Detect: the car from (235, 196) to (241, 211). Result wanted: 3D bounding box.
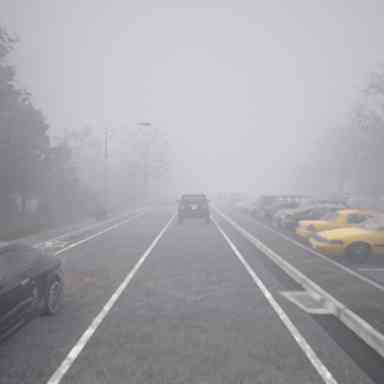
[{"bbox_3d":[7.058,1.395,33.177,4.792,1.488,2.163,0,0,0],"label":"car"}]

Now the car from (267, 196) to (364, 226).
[{"bbox_3d":[7.025,1.265,19.298,4.553,1.767,2.185,0,0,0],"label":"car"}]

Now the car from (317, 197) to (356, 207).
[{"bbox_3d":[20.258,1.378,46.848,4.674,1.452,2.002,0,0,0],"label":"car"}]

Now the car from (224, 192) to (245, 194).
[{"bbox_3d":[7.150,1.217,47.057,4.553,1.767,2.185,0,0,0],"label":"car"}]

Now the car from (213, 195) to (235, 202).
[{"bbox_3d":[7.393,1.545,77.573,5.008,1.535,2.097,0,-1,0],"label":"car"}]

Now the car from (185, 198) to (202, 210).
[{"bbox_3d":[0.214,1.416,41.202,1.994,1.385,4.181,0,0,0],"label":"car"}]

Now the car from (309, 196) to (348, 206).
[{"bbox_3d":[20.273,1.333,49.619,5.008,1.535,2.097,0,0,0],"label":"car"}]

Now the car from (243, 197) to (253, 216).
[{"bbox_3d":[7.021,1.404,27.625,4.792,1.488,2.163,0,0,0],"label":"car"}]

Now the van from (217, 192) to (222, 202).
[{"bbox_3d":[7.139,1.099,58.162,4.442,1.987,1.878,0,0,0],"label":"van"}]

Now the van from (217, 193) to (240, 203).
[{"bbox_3d":[7.196,1.159,66.474,4.442,1.987,1.878,0,-1,0],"label":"van"}]

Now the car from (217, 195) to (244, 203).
[{"bbox_3d":[7.323,1.374,63.688,4.792,1.488,2.163,0,0,0],"label":"car"}]

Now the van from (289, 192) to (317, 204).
[{"bbox_3d":[20.238,1.089,60.833,4.442,1.987,1.878,0,0,0],"label":"van"}]

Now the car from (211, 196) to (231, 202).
[{"bbox_3d":[7.473,1.695,85.900,4.792,1.488,2.163,0,-1,0],"label":"car"}]

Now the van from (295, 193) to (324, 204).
[{"bbox_3d":[20.451,1.094,57.928,4.442,1.987,1.878,0,0,0],"label":"van"}]

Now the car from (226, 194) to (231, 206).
[{"bbox_3d":[7.137,1.353,41.505,4.892,1.521,2.231,0,0,0],"label":"car"}]

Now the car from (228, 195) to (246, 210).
[{"bbox_3d":[6.921,1.358,35.954,5.366,1.575,1.946,0,0,0],"label":"car"}]

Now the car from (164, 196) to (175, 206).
[{"bbox_3d":[-3.168,1.347,49.947,2.128,1.511,4.902,0,0,1],"label":"car"}]

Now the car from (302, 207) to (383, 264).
[{"bbox_3d":[6.753,1.437,11.100,5.366,1.575,1.946,0,1,0],"label":"car"}]

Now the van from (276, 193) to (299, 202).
[{"bbox_3d":[20.545,1.232,71.761,4.442,1.987,1.878,0,-1,0],"label":"van"}]

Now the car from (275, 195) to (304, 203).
[{"bbox_3d":[20.225,1.415,68.989,5.366,1.575,1.946,0,-1,0],"label":"car"}]

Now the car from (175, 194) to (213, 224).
[{"bbox_3d":[0.139,1.119,23.912,2.150,2.045,5.566,0,0,0],"label":"car"}]

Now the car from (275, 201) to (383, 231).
[{"bbox_3d":[6.969,1.403,16.519,4.892,1.521,2.231,0,0,0],"label":"car"}]

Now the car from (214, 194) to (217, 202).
[{"bbox_3d":[7.303,1.069,60.937,5.566,2.045,2.435,0,0,0],"label":"car"}]

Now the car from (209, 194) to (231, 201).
[{"bbox_3d":[7.434,1.454,88.680,5.566,2.045,2.435,0,-1,0],"label":"car"}]

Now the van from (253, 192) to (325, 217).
[{"bbox_3d":[7.148,1.153,24.847,4.442,1.987,1.878,0,0,0],"label":"van"}]

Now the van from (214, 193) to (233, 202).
[{"bbox_3d":[7.523,1.360,80.352,4.442,1.987,1.878,0,-1,0],"label":"van"}]

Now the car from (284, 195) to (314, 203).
[{"bbox_3d":[20.377,1.338,63.450,5.008,1.535,2.097,0,-1,0],"label":"car"}]

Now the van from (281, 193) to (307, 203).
[{"bbox_3d":[20.274,1.152,66.224,4.442,1.987,1.878,0,-1,0],"label":"van"}]

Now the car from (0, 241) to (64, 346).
[{"bbox_3d":[-3.347,1.501,4.661,1.812,1.442,4.674,0,0,0],"label":"car"}]

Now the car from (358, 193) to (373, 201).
[{"bbox_3d":[20.138,1.110,32.997,5.566,2.045,2.435,0,0,0],"label":"car"}]

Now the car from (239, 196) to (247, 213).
[{"bbox_3d":[7.039,1.400,30.401,4.792,1.488,2.163,0,0,0],"label":"car"}]

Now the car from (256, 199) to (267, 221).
[{"bbox_3d":[7.042,1.413,22.072,4.792,1.488,2.163,0,0,0],"label":"car"}]

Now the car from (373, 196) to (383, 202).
[{"bbox_3d":[20.119,1.114,30.227,5.566,2.045,2.435,0,0,0],"label":"car"}]

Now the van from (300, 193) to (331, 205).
[{"bbox_3d":[20.434,1.098,55.283,4.442,1.987,1.878,0,0,0],"label":"van"}]

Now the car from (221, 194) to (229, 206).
[{"bbox_3d":[6.977,1.345,44.282,5.366,1.575,1.946,0,0,0],"label":"car"}]

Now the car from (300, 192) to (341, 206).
[{"bbox_3d":[20.270,1.078,52.513,5.566,2.045,2.435,0,0,0],"label":"car"}]

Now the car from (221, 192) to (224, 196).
[{"bbox_3d":[7.169,1.213,49.833,4.553,1.767,2.185,0,0,0],"label":"car"}]

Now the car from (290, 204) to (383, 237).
[{"bbox_3d":[7.142,1.415,13.751,5.366,1.575,1.946,0,0,0],"label":"car"}]

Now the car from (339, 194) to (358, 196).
[{"bbox_3d":[20.198,1.352,38.538,5.008,1.535,2.097,0,0,0],"label":"car"}]

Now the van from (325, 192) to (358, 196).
[{"bbox_3d":[20.359,1.117,44.203,4.442,1.987,1.878,0,0,0],"label":"van"}]

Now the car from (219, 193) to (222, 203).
[{"bbox_3d":[7.213,1.334,52.610,5.008,1.535,2.097,0,0,0],"label":"car"}]
